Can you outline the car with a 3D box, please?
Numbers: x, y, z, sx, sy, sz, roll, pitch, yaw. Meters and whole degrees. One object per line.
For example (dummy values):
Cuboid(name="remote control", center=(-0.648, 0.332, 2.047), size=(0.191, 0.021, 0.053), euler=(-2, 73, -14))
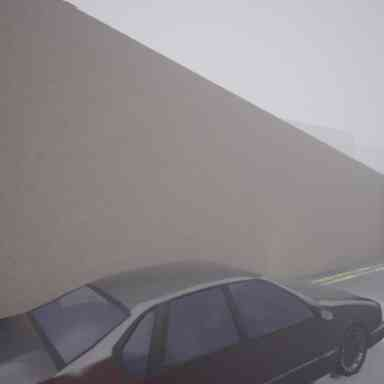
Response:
Cuboid(name="car", center=(0.113, 1.556, 3.827), size=(5.357, 1.411, 2.033), euler=(0, 0, -35))
